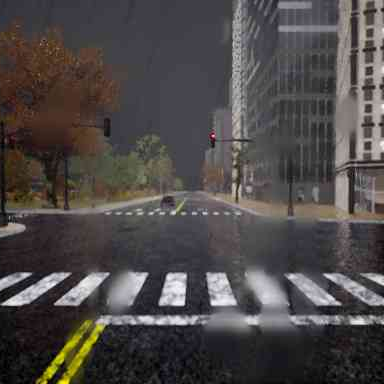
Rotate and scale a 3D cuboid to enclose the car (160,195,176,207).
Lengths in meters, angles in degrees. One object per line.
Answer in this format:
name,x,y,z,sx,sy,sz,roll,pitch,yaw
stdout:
car,-3.254,1.268,45.513,1.837,1.490,4.892,0,2,0
